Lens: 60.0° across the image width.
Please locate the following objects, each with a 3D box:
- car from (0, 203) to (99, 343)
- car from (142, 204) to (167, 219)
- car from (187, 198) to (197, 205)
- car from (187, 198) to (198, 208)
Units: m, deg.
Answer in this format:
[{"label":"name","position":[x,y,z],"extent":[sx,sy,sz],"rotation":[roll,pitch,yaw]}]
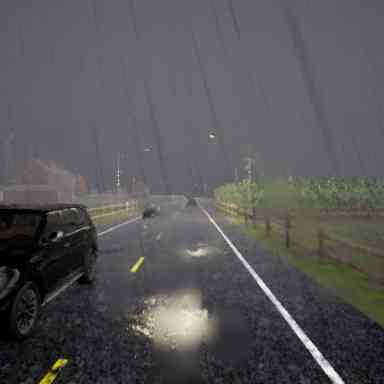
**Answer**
[{"label":"car","position":[-3.589,1.279,6.893],"extent":[2.150,2.045,5.566],"rotation":[0,0,0]},{"label":"car","position":[-3.490,1.845,31.686],"extent":[1.994,1.385,4.181],"rotation":[0,-1,0]},{"label":"car","position":[0.020,2.078,70.904],"extent":[2.033,1.411,5.357],"rotation":[0,-1,0]},{"label":"car","position":[0.018,2.008,60.483],"extent":[1.882,1.535,5.008],"rotation":[0,-1,0]}]
